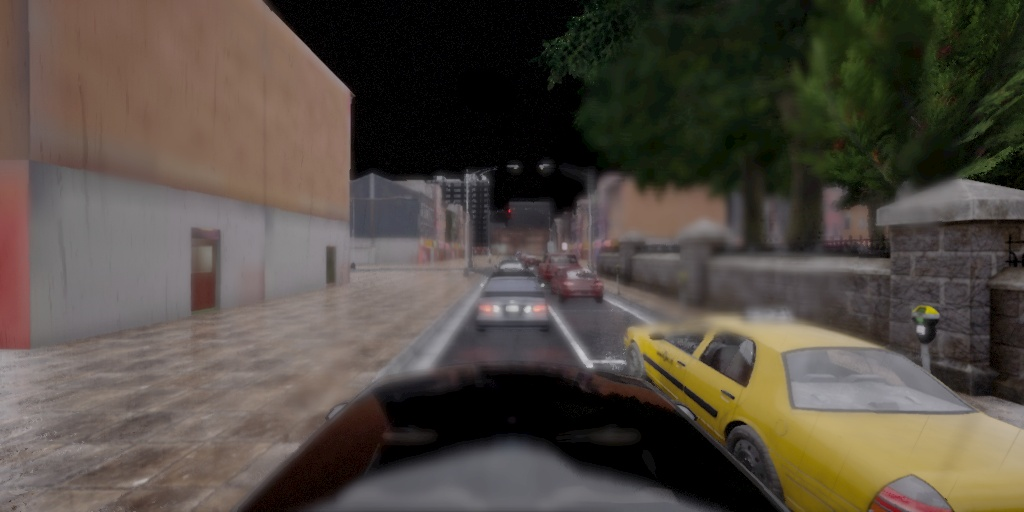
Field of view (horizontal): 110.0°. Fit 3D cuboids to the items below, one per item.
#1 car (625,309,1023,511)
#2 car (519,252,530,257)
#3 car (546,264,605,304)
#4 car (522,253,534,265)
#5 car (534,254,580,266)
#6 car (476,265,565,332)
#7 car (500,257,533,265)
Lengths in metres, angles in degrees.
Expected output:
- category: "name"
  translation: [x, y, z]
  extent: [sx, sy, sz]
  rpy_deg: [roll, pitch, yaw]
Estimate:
- category: "car"
  translation: [2.639, 1.242, 4.011]
  extent: [1.751, 1.417, 4.829]
  rpy_deg: [0, 0, 0]
- category: "car"
  translation: [2.604, 0.431, 62.923]
  extent: [1.888, 1.381, 4.507]
  rpy_deg: [0, 0, 0]
- category: "car"
  translation: [2.633, 1.132, 14.738]
  extent: [1.802, 1.307, 4.207]
  rpy_deg: [0, 0, 0]
- category: "car"
  translation: [2.614, 0.643, 46.613]
  extent: [1.888, 1.381, 4.507]
  rpy_deg: [0, 0, 0]
- category: "car"
  translation: [2.629, 0.783, 20.187]
  extent: [2.192, 1.841, 5.009]
  rpy_deg: [0, 0, 0]
- category: "car"
  translation: [0.063, 1.165, 10.246]
  extent: [2.033, 1.411, 5.357]
  rpy_deg: [0, 1, 0]
- category: "car"
  translation: [0.015, 0.998, 19.956]
  extent: [1.812, 1.442, 4.674]
  rpy_deg: [0, 1, 1]
